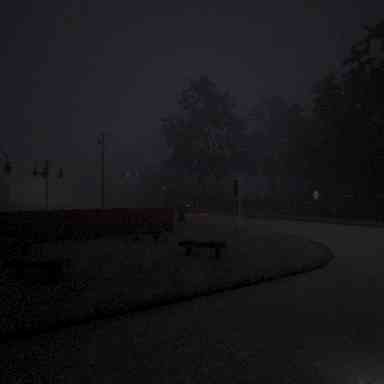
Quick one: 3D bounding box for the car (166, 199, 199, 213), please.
[{"bbox_3d":[-1.109,1.526,35.724,1.812,1.442,4.674,0,0,-35],"label":"car"}]
